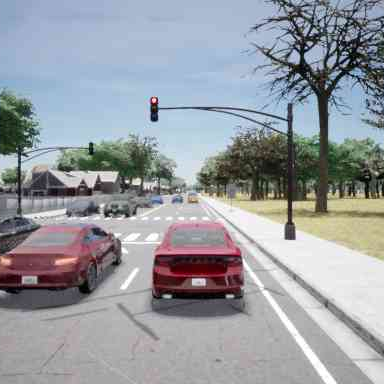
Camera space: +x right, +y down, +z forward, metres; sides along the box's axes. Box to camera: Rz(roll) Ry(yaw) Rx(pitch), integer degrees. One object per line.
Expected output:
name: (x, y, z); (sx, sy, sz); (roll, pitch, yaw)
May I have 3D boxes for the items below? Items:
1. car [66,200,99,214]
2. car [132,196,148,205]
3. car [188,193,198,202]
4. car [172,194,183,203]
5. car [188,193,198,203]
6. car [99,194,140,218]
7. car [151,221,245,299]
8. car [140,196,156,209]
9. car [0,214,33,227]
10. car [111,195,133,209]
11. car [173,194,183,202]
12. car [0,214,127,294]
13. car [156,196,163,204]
car: (-10.123, 1.521, 31.354); (1.812, 1.442, 4.674); (0, 0, 6)
car: (-9.664, 1.526, 61.811); (2.033, 1.411, 5.357); (0, 0, 1)
car: (0.182, 1.191, 76.315); (2.150, 2.045, 5.566); (0, 0, 0)
car: (-2.990, 1.500, 66.321); (1.812, 1.442, 4.674); (0, 0, 0)
car: (0.255, 1.452, 65.914); (1.882, 1.535, 5.008); (0, 0, 0)
car: (-6.522, 1.217, 30.710); (2.150, 2.045, 5.566); (0, 0, 0)
car: (0.117, 1.477, 8.486); (1.882, 1.535, 5.008); (0, 0, 0)
car: (-6.489, 1.497, 45.748); (1.837, 1.490, 4.892); (0, -1, 0)
car: (-6.576, 1.504, 10.706); (1.837, 1.490, 4.892); (0, 0, 0)
car: (-9.738, 1.342, 46.332); (2.097, 1.767, 4.553); (0, 0, 0)
car: (-3.068, 1.321, 76.287); (2.097, 1.767, 4.553); (0, 0, 0)
car: (-3.130, 1.525, 8.697); (1.812, 1.442, 4.674); (0, 0, 0)
car: (-6.413, 1.456, 61.841); (1.882, 1.535, 5.008); (0, 0, 0)
